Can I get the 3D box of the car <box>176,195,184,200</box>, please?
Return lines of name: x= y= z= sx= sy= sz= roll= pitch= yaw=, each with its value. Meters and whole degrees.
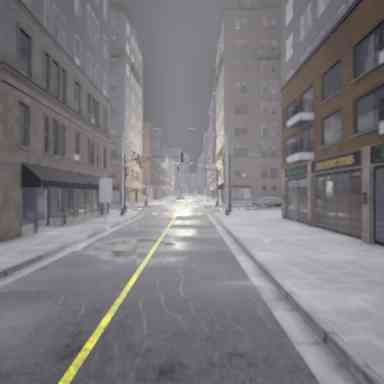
car: x=-2.995 y=1.431 z=85.113 sx=1.994 sy=1.385 sz=4.181 roll=0 pitch=0 yaw=0

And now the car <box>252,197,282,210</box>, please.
car: x=9.925 y=1.354 z=40.886 sx=4.902 sy=1.511 sz=2.128 roll=-1 pitch=0 yaw=0

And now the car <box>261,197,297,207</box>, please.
car: x=12.141 y=1.410 z=46.723 sx=4.507 sy=1.381 sz=1.887 roll=-1 pitch=0 yaw=0
